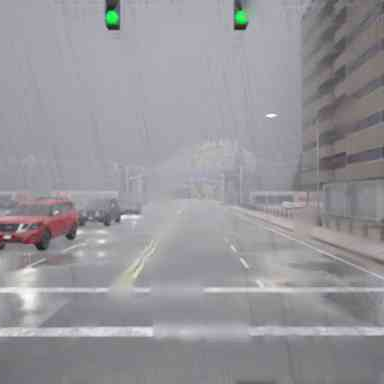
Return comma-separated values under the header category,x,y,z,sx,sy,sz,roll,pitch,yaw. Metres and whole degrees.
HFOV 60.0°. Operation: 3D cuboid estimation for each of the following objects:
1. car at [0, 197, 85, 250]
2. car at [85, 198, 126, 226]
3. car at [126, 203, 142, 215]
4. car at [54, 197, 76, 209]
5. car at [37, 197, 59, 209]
category,x,y,z,sx,sy,sz,roll,pitch,yaw
car,-7.092,1.407,15.550,2.150,2.045,5.566,0,-1,0
car,-7.083,1.510,26.121,2.150,2.045,5.566,0,0,1
car,-7.056,1.983,39.185,1.994,1.385,4.181,0,-1,0
car,-21.015,1.733,55.343,1.932,1.855,4.605,0,-1,0
car,-23.909,1.737,55.409,1.905,1.878,3.866,0,-1,0
